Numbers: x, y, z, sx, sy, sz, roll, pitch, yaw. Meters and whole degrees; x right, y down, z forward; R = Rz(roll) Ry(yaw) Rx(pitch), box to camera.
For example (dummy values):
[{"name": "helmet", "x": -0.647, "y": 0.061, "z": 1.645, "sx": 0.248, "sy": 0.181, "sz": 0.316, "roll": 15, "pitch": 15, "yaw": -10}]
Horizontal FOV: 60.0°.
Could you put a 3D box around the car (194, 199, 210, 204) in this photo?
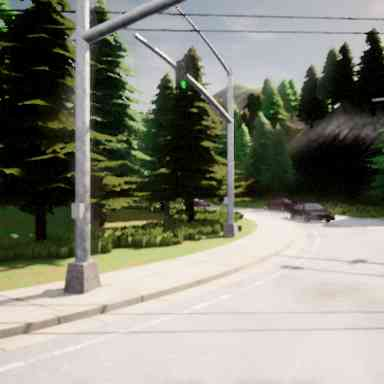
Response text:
[{"name": "car", "x": 0.679, "y": 1.522, "z": 45.935, "sx": 1.812, "sy": 1.442, "sz": 4.674, "roll": 0, "pitch": 0, "yaw": -36}]

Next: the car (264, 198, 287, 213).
[{"name": "car", "x": 10.076, "y": 1.469, "z": 37.299, "sx": 1.882, "sy": 1.535, "sz": 5.008, "roll": 0, "pitch": 0, "yaw": -22}]

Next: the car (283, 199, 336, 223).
[{"name": "car", "x": 9.083, "y": 1.540, "z": 25.771, "sx": 2.033, "sy": 1.411, "sz": 5.357, "roll": 0, "pitch": 0, "yaw": -2}]
